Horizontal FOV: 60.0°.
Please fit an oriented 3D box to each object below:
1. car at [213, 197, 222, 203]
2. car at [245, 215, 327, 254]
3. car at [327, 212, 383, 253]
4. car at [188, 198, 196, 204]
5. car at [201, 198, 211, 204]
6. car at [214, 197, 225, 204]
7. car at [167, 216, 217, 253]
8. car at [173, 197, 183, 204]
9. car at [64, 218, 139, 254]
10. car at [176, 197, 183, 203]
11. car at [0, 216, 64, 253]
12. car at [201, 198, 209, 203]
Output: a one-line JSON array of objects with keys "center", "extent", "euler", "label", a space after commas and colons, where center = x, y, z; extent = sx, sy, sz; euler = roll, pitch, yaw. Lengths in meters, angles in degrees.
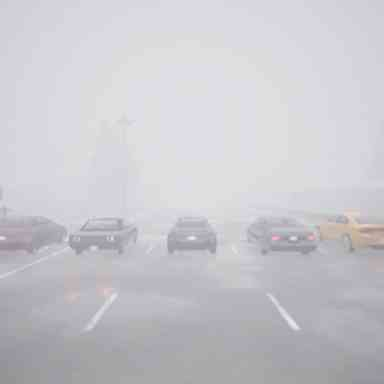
[{"center": [7.026, 2.245, 91.923], "extent": [1.882, 1.535, 5.008], "euler": [0, -1, 0], "label": "car"}, {"center": [3.506, 1.678, 13.989], "extent": [2.033, 1.411, 5.357], "euler": [0, 0, 0], "label": "car"}, {"center": [7.015, 1.613, 14.480], "extent": [1.882, 1.535, 5.008], "euler": [0, 0, 0], "label": "car"}, {"center": [0.023, 2.227, 81.500], "extent": [1.837, 1.490, 4.892], "euler": [0, -1, 0], "label": "car"}, {"center": [3.523, 2.205, 81.500], "extent": [1.882, 1.535, 5.008], "euler": [0, -1, 0], "label": "car"}, {"center": [7.023, 2.272, 82.748], "extent": [1.812, 1.442, 4.674], "euler": [0, -1, 0], "label": "car"}, {"center": [0.011, 1.698, 14.280], "extent": [1.994, 1.385, 4.181], "euler": [0, 0, 0], "label": "car"}, {"center": [-3.478, 2.311, 80.281], "extent": [1.895, 1.301, 4.718], "euler": [0, -1, 0], "label": "car"}, {"center": [-3.493, 1.732, 14.107], "extent": [1.895, 1.301, 4.718], "euler": [0, 0, 0], "label": "car"}, {"center": [-3.474, 2.266, 91.926], "extent": [1.837, 1.490, 4.892], "euler": [0, -1, 0], "label": "car"}, {"center": [-6.989, 1.697, 14.283], "extent": [1.994, 1.385, 4.181], "euler": [0, 0, 0], "label": "car"}, {"center": [3.525, 2.274, 91.091], "extent": [2.033, 1.411, 5.357], "euler": [0, -1, 0], "label": "car"}]
